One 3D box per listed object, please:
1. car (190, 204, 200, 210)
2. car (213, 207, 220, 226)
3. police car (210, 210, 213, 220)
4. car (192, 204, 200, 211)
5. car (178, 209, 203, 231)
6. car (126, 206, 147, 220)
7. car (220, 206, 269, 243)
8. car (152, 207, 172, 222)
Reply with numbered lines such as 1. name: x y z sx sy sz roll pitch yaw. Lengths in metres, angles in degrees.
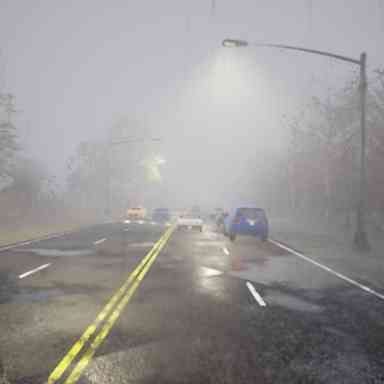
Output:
1. car: 0.659 3.252 64.864 2.033 1.411 5.357 0 -1 -2
2. car: 3.265 2.485 31.606 1.812 1.442 4.674 2 -2 0
3. police car: 3.367 2.745 42.570 2.038 1.542 4.974 1 -2 1
4. car: 0.928 3.543 77.574 1.812 1.442 4.674 2 -1 2
5. car: -0.103 2.364 26.813 1.895 1.301 4.718 2 -1 1
6. car: -6.507 2.383 39.259 1.882 1.535 5.008 2 -1 1
7. car: 3.242 1.897 20.683 2.150 2.045 5.566 2 -2 0
8. car: -3.284 2.410 36.771 1.882 1.535 5.008 2 -1 1
